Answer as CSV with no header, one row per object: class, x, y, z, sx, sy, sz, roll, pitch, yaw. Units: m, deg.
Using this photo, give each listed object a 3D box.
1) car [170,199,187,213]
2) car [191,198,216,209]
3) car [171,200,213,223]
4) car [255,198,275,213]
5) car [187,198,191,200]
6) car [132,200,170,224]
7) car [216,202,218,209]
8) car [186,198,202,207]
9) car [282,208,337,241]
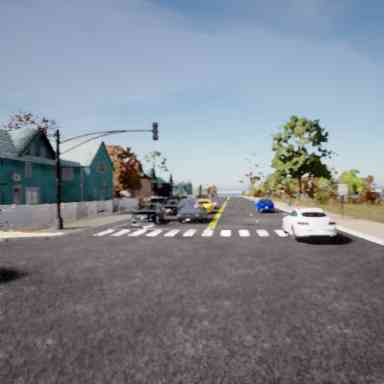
car,-2.121,1.635,35.242,1.837,1.490,4.892,-1,0,7
car,1.317,1.561,36.537,1.882,1.535,5.008,-1,0,7
car,0.141,1.617,26.622,2.033,1.411,5.357,-1,0,10
car,8.123,1.462,37.349,1.882,1.535,5.008,-1,0,7
car,-0.857,1.692,45.188,2.033,1.411,5.357,-1,0,7
car,-3.255,1.623,25.900,1.837,1.490,4.892,-1,0,7
car,2.570,1.700,46.466,1.895,1.301,4.718,-1,0,7
car,0.374,1.712,55.480,2.033,1.411,5.357,-1,0,7
car,5.591,1.483,16.167,1.812,1.442,4.674,-1,0,7
